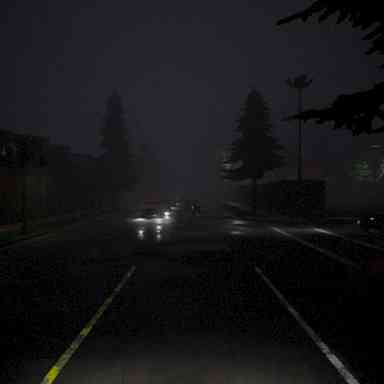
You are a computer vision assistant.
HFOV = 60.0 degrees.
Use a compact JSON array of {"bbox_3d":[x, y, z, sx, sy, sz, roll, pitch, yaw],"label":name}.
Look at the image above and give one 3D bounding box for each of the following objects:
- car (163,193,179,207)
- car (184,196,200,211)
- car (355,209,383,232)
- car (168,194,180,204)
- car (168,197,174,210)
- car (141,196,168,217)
[{"bbox_3d":[-3.677,1.217,51.905,2.150,2.045,5.566,0,0,0],"label":"car"},{"bbox_3d":[0.028,1.524,40.365,1.812,1.442,4.674,0,0,0],"label":"car"},{"bbox_3d":[12.202,1.514,19.431,4.902,1.511,2.128,0,0,0],"label":"car"},{"bbox_3d":[-3.645,1.350,66.600,2.097,1.767,4.553,0,0,0],"label":"car"},{"bbox_3d":[-3.669,1.600,41.432,1.895,1.301,4.718,0,0,0],"label":"car"},{"bbox_3d":[-3.653,1.477,31.470,1.882,1.535,5.008,0,0,0],"label":"car"}]
